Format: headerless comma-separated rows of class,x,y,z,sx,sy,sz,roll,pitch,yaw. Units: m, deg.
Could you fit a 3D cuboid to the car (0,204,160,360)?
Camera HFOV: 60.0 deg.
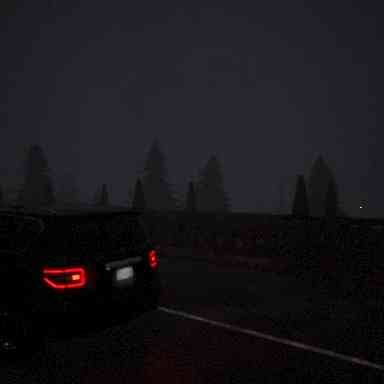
car,-3.123,1.239,6.222,5.566,2.045,2.150,0,0,36
